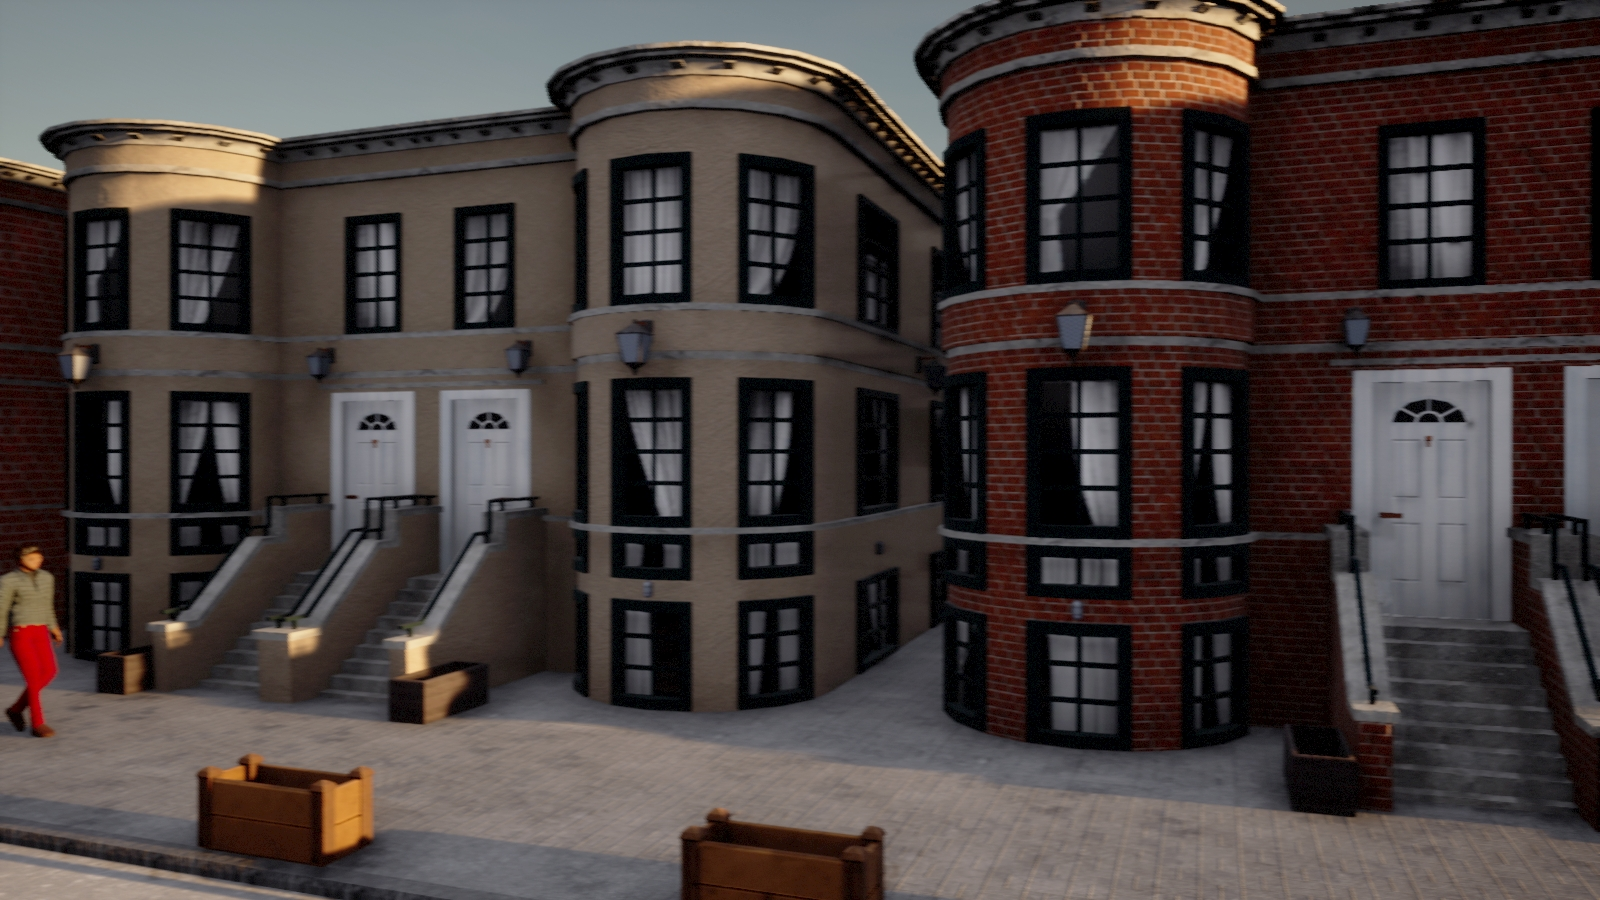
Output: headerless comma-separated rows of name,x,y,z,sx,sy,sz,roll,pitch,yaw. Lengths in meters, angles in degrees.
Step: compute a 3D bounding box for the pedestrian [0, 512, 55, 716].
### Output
pedestrian,-7.363,1.525,10.802,0.375,1.860,0.375,0,0,19
